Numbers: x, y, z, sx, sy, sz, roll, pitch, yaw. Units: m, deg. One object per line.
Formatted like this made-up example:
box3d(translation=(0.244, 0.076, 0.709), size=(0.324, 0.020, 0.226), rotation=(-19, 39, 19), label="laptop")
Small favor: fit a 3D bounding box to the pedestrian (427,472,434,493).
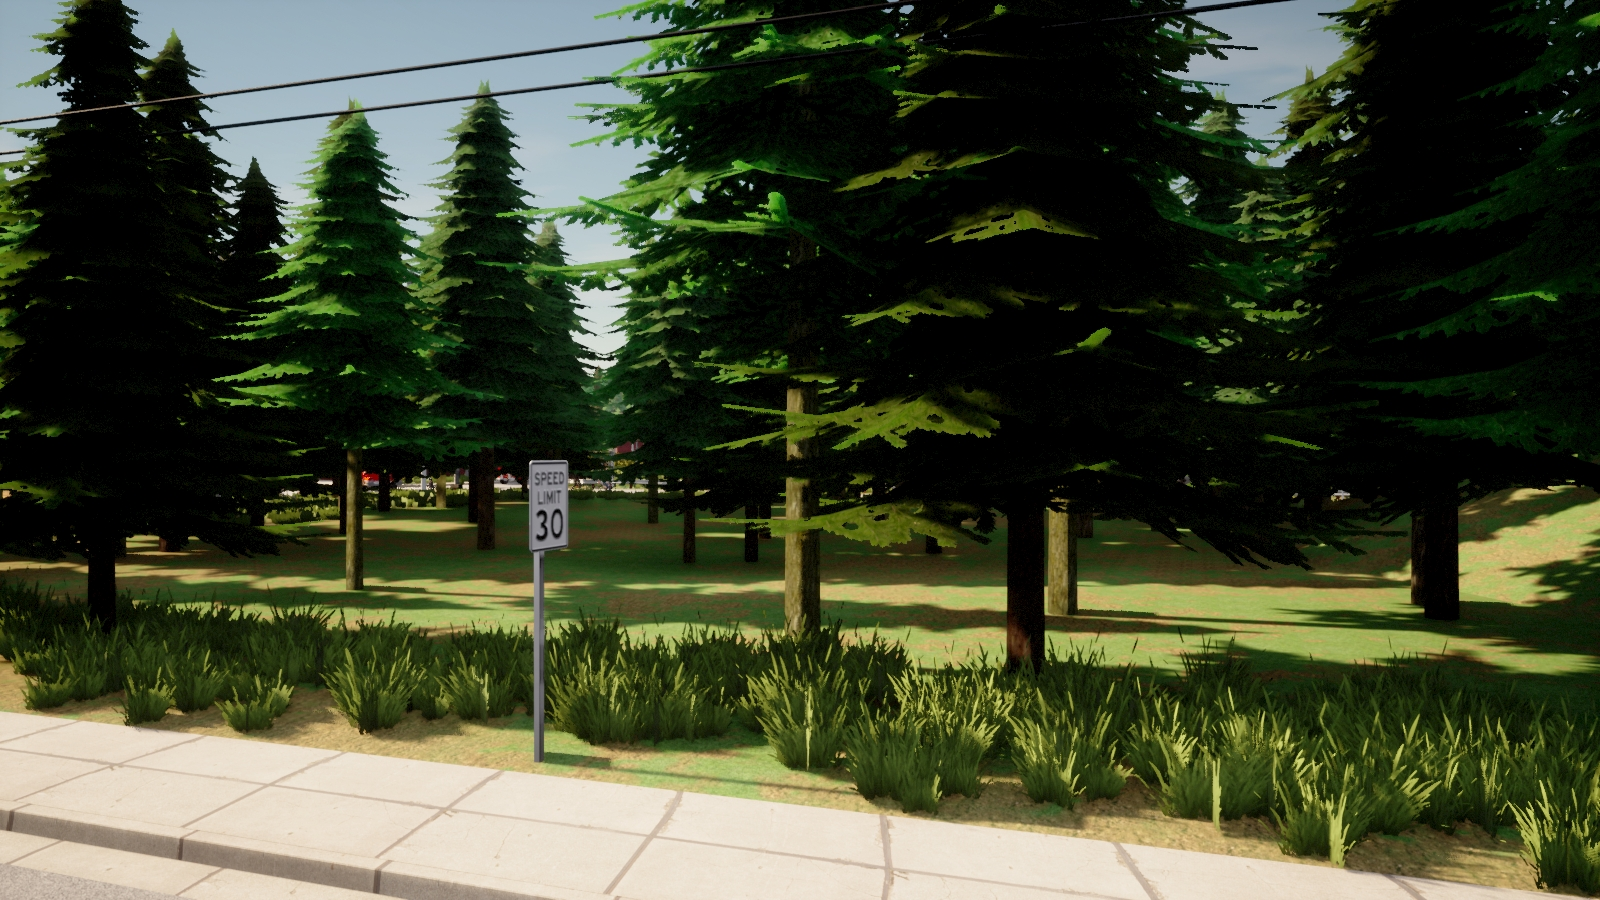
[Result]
box3d(translation=(-22.426, 1.965, 69.311), size=(0.375, 1.300, 0.375), rotation=(0, 0, -19), label="pedestrian")
